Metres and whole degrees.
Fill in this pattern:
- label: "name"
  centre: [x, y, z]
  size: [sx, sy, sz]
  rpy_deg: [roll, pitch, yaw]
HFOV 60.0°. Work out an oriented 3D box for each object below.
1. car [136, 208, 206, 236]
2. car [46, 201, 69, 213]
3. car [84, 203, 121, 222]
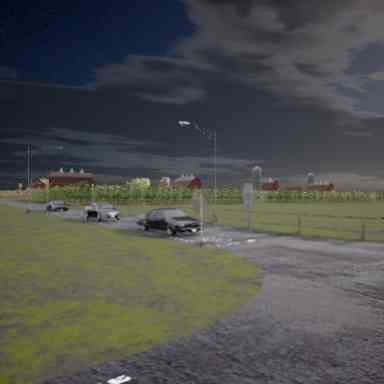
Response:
- label: "car"
  centre: [-1.492, 1.728, 20.350]
  size: [2.033, 1.411, 5.357]
  rpy_deg: [0, 0, -38]
- label: "car"
  centre: [-16.950, 1.774, 41.707]
  size: [2.033, 1.411, 5.357]
  rpy_deg: [0, 0, -35]
- label: "car"
  centre: [-7.823, 1.688, 28.872]
  size: [2.128, 1.511, 4.902]
  rpy_deg: [0, 0, -36]
